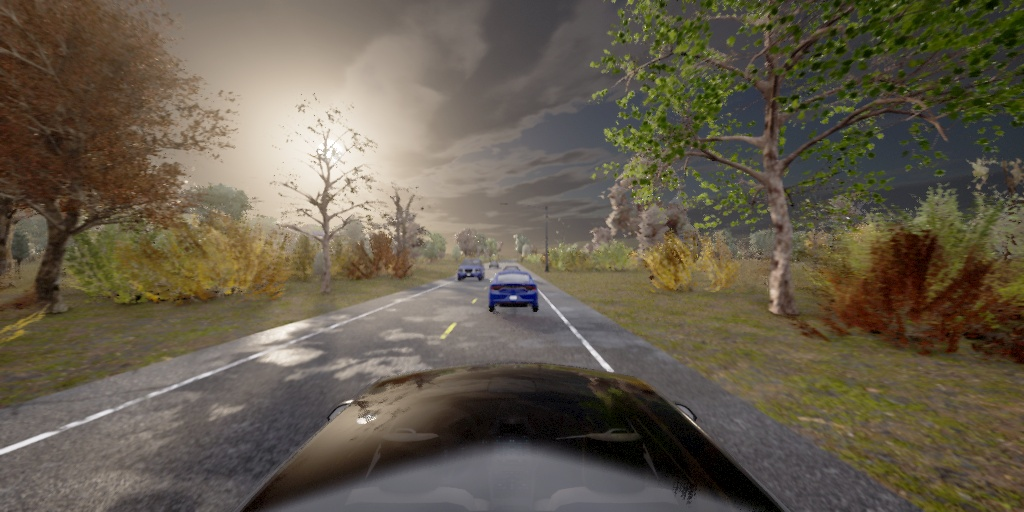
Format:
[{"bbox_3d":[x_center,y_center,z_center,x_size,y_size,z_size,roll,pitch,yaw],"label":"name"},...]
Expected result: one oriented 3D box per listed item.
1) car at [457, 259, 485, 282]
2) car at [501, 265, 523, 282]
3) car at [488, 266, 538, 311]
[{"bbox_3d":[-3.729,1.275,33.412,2.150,2.045,5.566,0,-1,0],"label":"car"},{"bbox_3d":[-0.021,1.618,33.775,1.994,1.385,4.181,0,-1,0],"label":"car"},{"bbox_3d":[0.051,1.359,15.259,1.882,1.535,5.008,0,-1,0],"label":"car"}]
